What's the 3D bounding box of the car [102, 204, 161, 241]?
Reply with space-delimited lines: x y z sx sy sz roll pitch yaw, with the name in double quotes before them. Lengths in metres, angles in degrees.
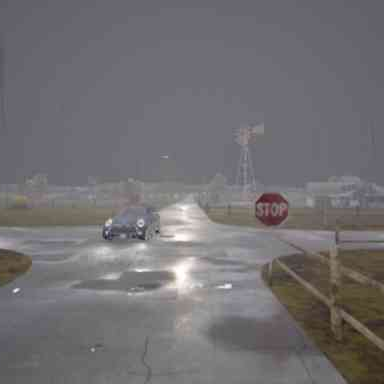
"car" -3.031 1.468 17.816 2.097 1.767 4.553 0 0 6
